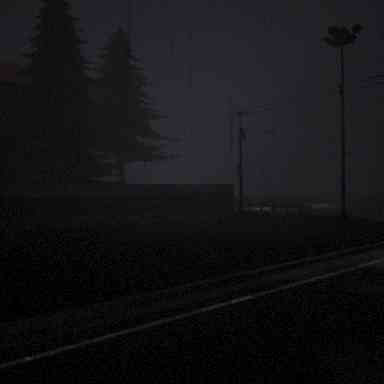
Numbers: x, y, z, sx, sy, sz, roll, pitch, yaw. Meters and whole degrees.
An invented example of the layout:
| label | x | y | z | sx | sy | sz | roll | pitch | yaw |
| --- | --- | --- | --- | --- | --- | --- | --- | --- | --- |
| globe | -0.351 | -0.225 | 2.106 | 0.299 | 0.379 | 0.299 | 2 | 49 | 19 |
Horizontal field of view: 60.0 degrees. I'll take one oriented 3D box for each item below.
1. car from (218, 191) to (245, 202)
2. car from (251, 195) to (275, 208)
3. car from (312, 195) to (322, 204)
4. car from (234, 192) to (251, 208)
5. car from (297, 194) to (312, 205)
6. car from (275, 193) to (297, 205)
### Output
| label | x | y | z | sx | sy | sz | roll | pitch | yaw |
| --- | --- | --- | --- | --- | --- | --- | --- | --- | --- |
| car | 6.898 | 0.729 | 58.406 | 2.097 | 1.767 | 4.553 | -1 | 1 | -35 |
| car | 6.985 | 1.089 | 40.327 | 2.033 | 1.411 | 5.357 | -1 | 1 | -36 |
| car | 15.801 | 0.939 | 46.064 | 1.994 | 1.385 | 4.181 | -1 | 1 | -36 |
| car | 4.043 | 1.074 | 38.423 | 1.882 | 1.535 | 5.008 | -1 | 1 | -36 |
| car | 12.885 | 0.908 | 44.118 | 1.882 | 1.535 | 5.008 | -1 | 1 | -36 |
| car | 10.324 | 1.087 | 41.687 | 1.895 | 1.301 | 4.718 | -1 | 1 | -36 |
